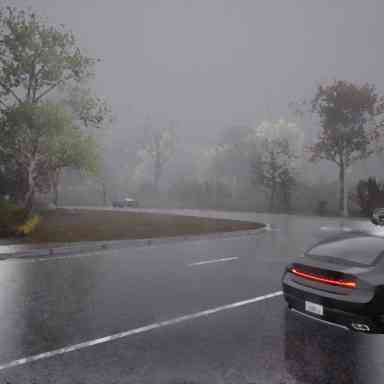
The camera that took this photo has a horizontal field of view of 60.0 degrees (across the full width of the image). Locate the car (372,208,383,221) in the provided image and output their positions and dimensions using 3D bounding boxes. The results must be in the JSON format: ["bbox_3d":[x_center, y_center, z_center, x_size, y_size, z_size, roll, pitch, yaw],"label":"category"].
[{"bbox_3d":[13.886,1.565,22.303,4.181,1.385,1.994,0,0,-35],"label":"car"}]

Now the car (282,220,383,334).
[{"bbox_3d":[3.812,1.505,6.438,4.892,1.490,1.837,0,0,-36],"label":"car"}]

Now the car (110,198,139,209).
[{"bbox_3d":[-9.454,1.579,46.299,5.008,1.535,1.882,-1,-1,41],"label":"car"}]
